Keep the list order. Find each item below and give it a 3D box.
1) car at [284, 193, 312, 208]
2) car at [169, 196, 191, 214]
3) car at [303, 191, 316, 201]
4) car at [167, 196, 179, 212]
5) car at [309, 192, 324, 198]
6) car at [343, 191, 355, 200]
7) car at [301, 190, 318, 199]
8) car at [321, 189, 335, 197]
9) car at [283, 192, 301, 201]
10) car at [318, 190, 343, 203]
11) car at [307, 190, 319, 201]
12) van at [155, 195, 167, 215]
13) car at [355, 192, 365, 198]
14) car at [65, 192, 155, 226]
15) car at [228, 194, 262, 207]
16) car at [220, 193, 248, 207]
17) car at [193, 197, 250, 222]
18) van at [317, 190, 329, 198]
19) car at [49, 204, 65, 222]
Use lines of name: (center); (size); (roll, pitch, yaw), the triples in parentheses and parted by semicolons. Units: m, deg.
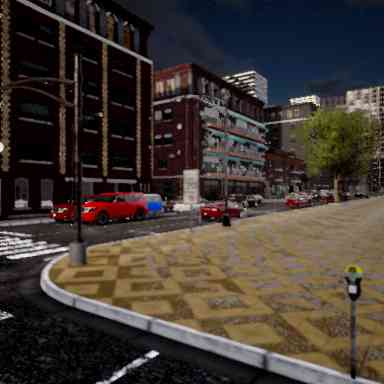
car: (11.873, 1.133, 37.834); (1.802, 1.307, 4.206); (1, 1, 35)
car: (0.291, 1.304, 30.710); (1.895, 1.301, 4.718); (0, 1, 35)
car: (15.875, 0.991, 47.900); (1.994, 1.385, 4.181); (0, 1, 35)
car: (-1.075, 1.131, 33.040); (1.967, 1.590, 4.097); (1, 1, 35)
car: (28.042, 0.653, 74.794); (2.008, 1.369, 4.403); (1, 1, 35)
car: (28.049, 0.662, 61.025); (1.967, 1.590, 4.097); (1, 1, 35)
car: (24.807, 0.479, 70.150); (2.192, 1.841, 5.009); (1, 1, 35)
car: (34.513, 0.298, 84.068); (2.192, 1.841, 5.009); (1, 1, 35)
car: (18.239, 0.818, 60.736); (1.752, 1.417, 4.829); (1, 1, 35)
car: (21.578, 0.791, 51.747); (1.967, 1.590, 4.097); (1, 1, 35)
car: (21.555, 0.663, 56.091); (2.097, 1.767, 4.553); (0, 1, 38)
van: (-4.310, 1.101, 28.400); (1.690, 1.788, 3.998); (1, 1, 35)
car: (37.753, 0.604, 74.942); (1.947, 1.339, 4.313); (1, 1, 35)
car: (-5.368, 1.047, 22.582); (2.150, 2.045, 5.566); (0, 1, 35)
car: (6.087, 1.086, 38.996); (1.837, 1.490, 4.892); (0, 1, 35)
car: (5.395, 0.995, 42.319); (1.967, 1.590, 4.097); (1, 1, 35)
car: (2.167, 1.301, 23.916); (1.887, 1.381, 4.507); (1, 1, 35)
van: (31.278, 0.384, 79.429); (1.690, 1.788, 3.998); (1, 1, 35)
car: (-7.546, 1.146, 23.760); (2.192, 1.841, 5.009); (1, 1, 35)
